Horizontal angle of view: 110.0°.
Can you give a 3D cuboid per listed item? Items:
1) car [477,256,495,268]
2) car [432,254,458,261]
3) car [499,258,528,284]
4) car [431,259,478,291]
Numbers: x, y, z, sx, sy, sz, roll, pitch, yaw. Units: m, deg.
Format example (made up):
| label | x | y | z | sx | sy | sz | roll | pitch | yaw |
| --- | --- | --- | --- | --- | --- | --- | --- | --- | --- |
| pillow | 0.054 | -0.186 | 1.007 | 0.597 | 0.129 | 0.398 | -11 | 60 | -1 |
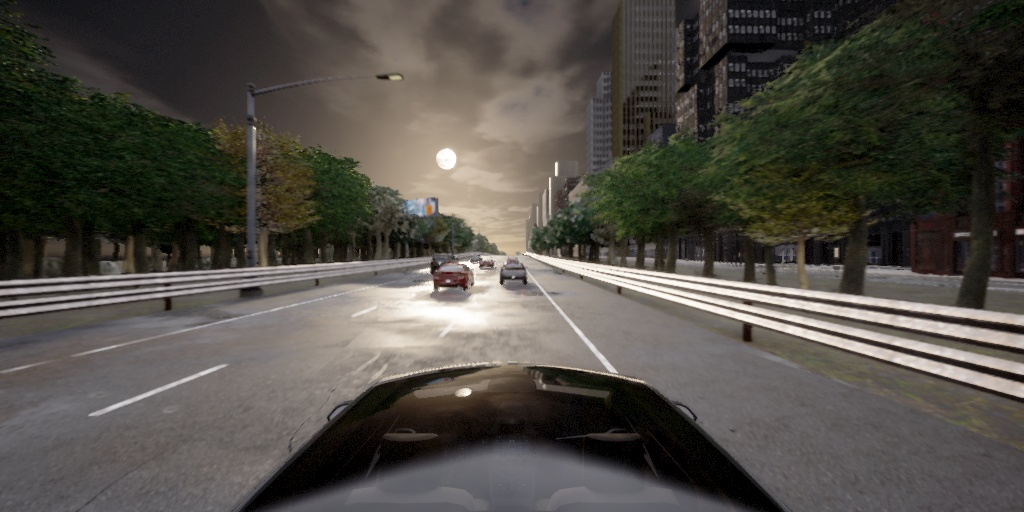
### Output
| label | x | y | z | sx | sy | sz | roll | pitch | yaw |
| --- | --- | --- | --- | --- | --- | --- | --- | --- | --- |
| car | -3.410 | 0.947 | 49.729 | 1.895 | 1.301 | 4.718 | 0 | 1 | 0 |
| car | -6.905 | 0.763 | 37.165 | 2.150 | 2.045 | 5.566 | 0 | 1 | 0 |
| car | 0.098 | 1.154 | 25.861 | 2.128 | 1.511 | 4.902 | 0 | 0 | 0 |
| car | -3.403 | 1.171 | 21.570 | 1.882 | 1.535 | 5.008 | 0 | 0 | 0 |
